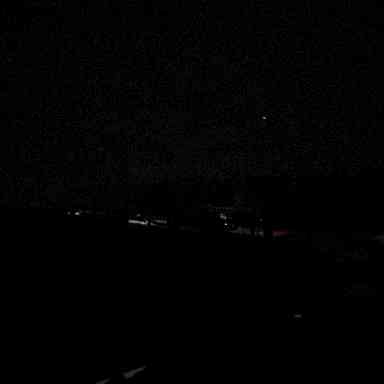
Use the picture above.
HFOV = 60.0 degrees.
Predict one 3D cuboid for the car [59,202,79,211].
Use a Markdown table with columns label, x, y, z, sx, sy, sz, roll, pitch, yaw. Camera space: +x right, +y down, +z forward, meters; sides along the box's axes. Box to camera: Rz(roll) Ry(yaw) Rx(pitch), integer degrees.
| label | x | y | z | sx | sy | sz | roll | pitch | yaw |
| --- | --- | --- | --- | --- | --- | --- | --- | --- | --- |
| car | -18.434 | 2.168 | 49.719 | 2.033 | 1.411 | 5.357 | 1 | -1 | -35 |

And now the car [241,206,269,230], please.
| label | x | y | z | sx | sy | sz | roll | pitch | yaw |
| --- | --- | --- | --- | --- | --- | --- | --- | --- | --- |
| car | 3.284 | 1.686 | 23.074 | 1.882 | 1.535 | 5.008 | 1 | -1 | -24 |

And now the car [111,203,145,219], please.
| label | x | y | z | sx | sy | sz | roll | pitch | yaw |
| --- | --- | --- | --- | --- | --- | --- | --- | --- | --- |
| car | -6.291 | 1.860 | 32.547 | 2.128 | 1.511 | 4.902 | 1 | -1 | -35 |

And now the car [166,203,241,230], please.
| label | x | y | z | sx | sy | sz | roll | pitch | yaw |
| --- | --- | --- | --- | --- | --- | --- | --- | --- | --- |
| car | 0.626 | 1.554 | 22.376 | 4.553 | 1.767 | 2.097 | 0 | -1 | 27 |
